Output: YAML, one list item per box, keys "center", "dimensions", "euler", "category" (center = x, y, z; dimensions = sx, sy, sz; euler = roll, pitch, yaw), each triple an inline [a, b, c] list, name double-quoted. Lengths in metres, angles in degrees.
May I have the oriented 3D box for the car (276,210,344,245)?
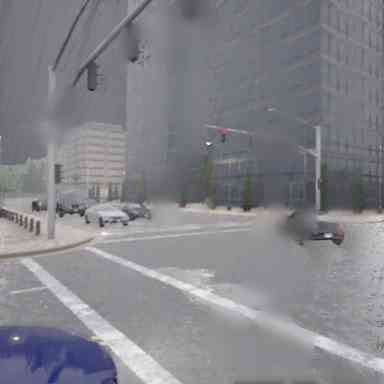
- center: [5.436, 1.587, 15.683]
  dimensions: [1.812, 1.442, 4.674]
  euler: [1, 0, -1]
  category: "car"

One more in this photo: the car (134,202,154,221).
- center: [-4.840, 1.551, 27.275]
  dimensions: [1.812, 1.442, 4.674]
  euler: [0, 0, -36]
  category: "car"

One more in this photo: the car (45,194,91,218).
- center: [-11.501, 1.223, 30.598]
  dimensions: [2.150, 2.045, 5.566]
  euler: [0, 0, -36]
  category: "car"

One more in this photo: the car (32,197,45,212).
- center: [-17.225, 1.354, 38.782]
  dimensions: [2.097, 1.767, 4.553]
  euler: [0, 0, -35]
  category: "car"

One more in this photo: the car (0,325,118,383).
- center: [-2.699, 1.518, 1.855]
  dimensions: [4.674, 1.442, 1.812]
  euler: [1, 0, -36]
  category: "car"

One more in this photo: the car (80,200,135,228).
- center: [-5.891, 1.527, 22.715]
  dimensions: [1.812, 1.442, 4.674]
  euler: [0, 0, -35]
  category: "car"
